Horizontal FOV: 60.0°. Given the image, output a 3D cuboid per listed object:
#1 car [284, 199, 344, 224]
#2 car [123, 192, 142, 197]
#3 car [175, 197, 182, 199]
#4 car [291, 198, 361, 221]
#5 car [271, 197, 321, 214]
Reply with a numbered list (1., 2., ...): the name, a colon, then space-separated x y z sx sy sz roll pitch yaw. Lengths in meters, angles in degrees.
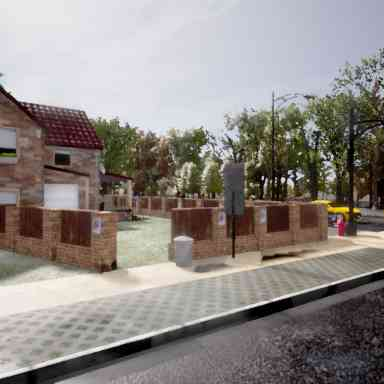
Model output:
1. car: 7.784 1.468 23.319 1.812 1.442 4.674 0 0 -35
2. car: -12.422 0.966 68.856 2.150 2.045 5.566 0 0 -35
3. car: -1.933 1.408 42.588 2.033 1.411 5.357 0 0 -35
4. car: 10.274 1.422 25.427 1.882 1.535 5.008 0 0 -35
5. car: 11.072 1.398 35.862 1.882 1.535 5.008 0 0 -35
